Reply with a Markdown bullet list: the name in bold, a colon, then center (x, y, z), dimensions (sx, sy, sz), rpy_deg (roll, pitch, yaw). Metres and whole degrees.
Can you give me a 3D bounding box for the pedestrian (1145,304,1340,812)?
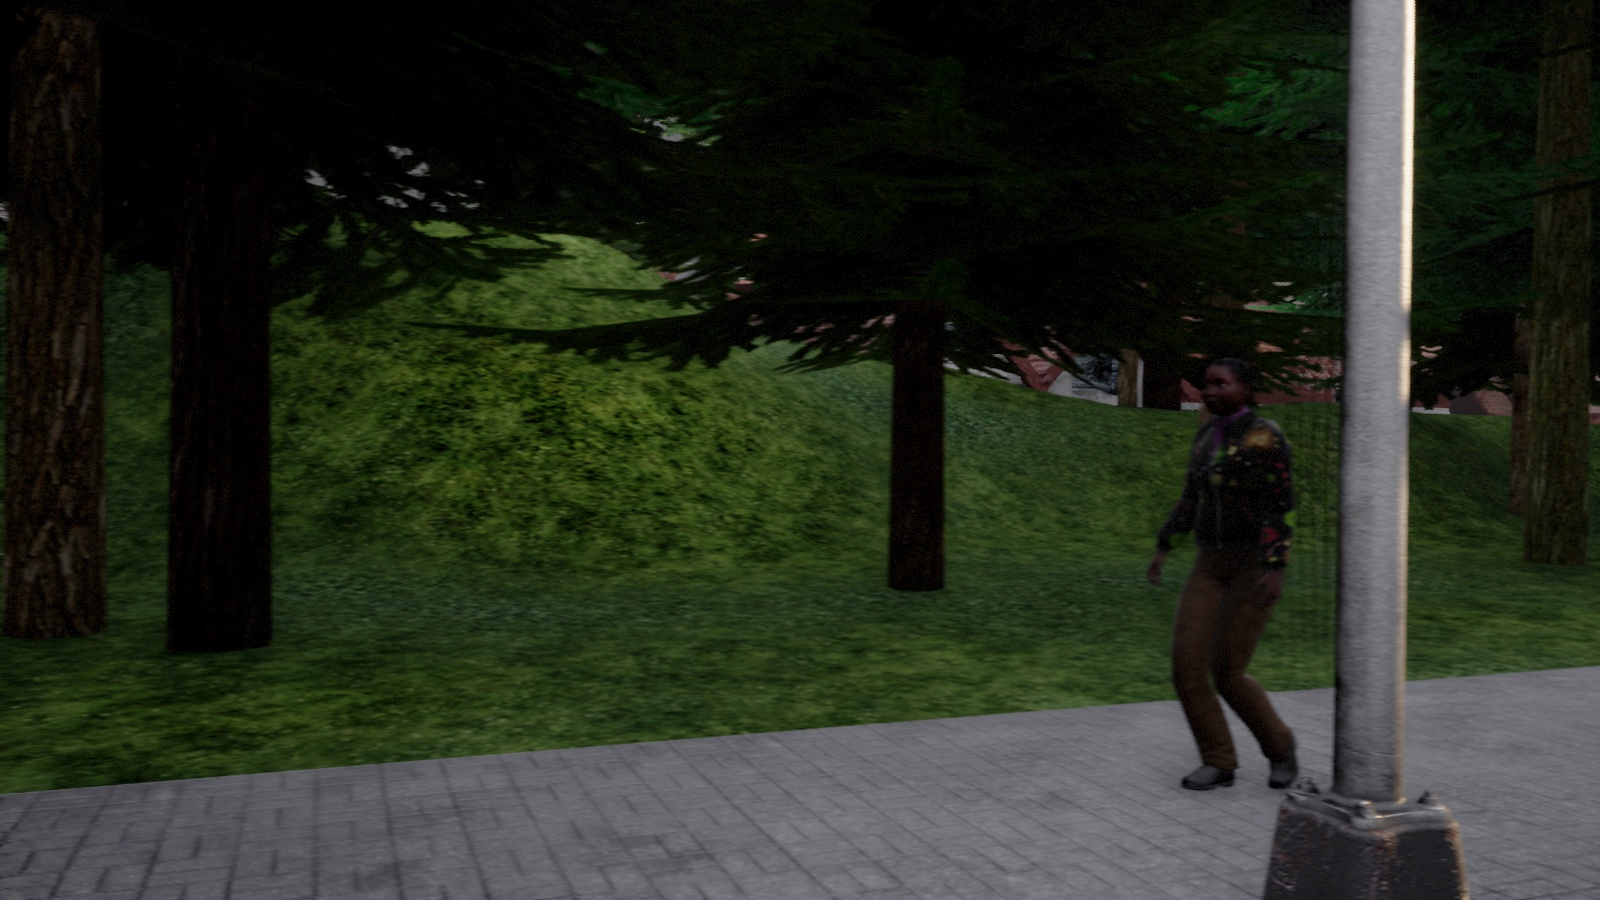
- **pedestrian**: center (1.805, 0.405, 5.112), dimensions (0.692, 1.930, 0.395), rpy_deg (-1, 1, -32)
